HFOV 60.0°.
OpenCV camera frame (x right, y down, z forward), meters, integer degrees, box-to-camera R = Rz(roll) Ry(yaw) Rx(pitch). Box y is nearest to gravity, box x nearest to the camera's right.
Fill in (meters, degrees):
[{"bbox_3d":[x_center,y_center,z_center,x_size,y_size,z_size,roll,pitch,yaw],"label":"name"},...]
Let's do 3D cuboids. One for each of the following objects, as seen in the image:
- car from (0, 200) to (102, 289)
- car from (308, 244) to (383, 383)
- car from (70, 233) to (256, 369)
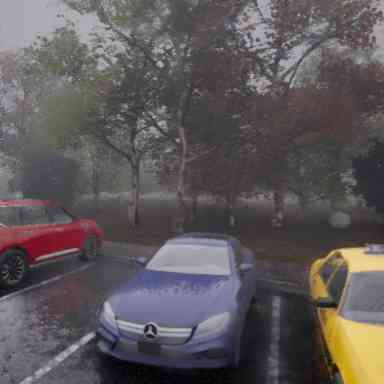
[{"bbox_3d":[-4.738,1.239,9.444,2.435,2.045,5.566,0,-1,15],"label":"car"},{"bbox_3d":[2.498,1.481,4.104,1.946,1.575,5.366,1,-1,15],"label":"car"},{"bbox_3d":[0.124,1.527,6.004,2.002,1.452,4.674,1,-1,15],"label":"car"}]
